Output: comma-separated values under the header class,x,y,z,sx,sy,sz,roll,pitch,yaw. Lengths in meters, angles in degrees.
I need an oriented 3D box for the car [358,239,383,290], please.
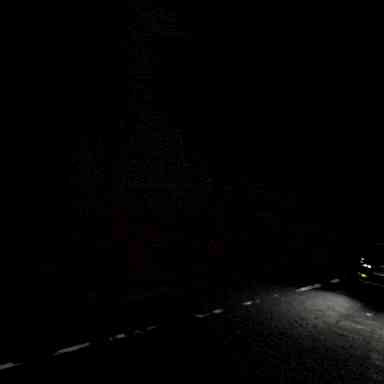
class,x,y,z,sx,sy,sz,roll,pitch,yaw
car,6.106,1.607,8.376,4.892,1.490,1.837,1,0,-36
